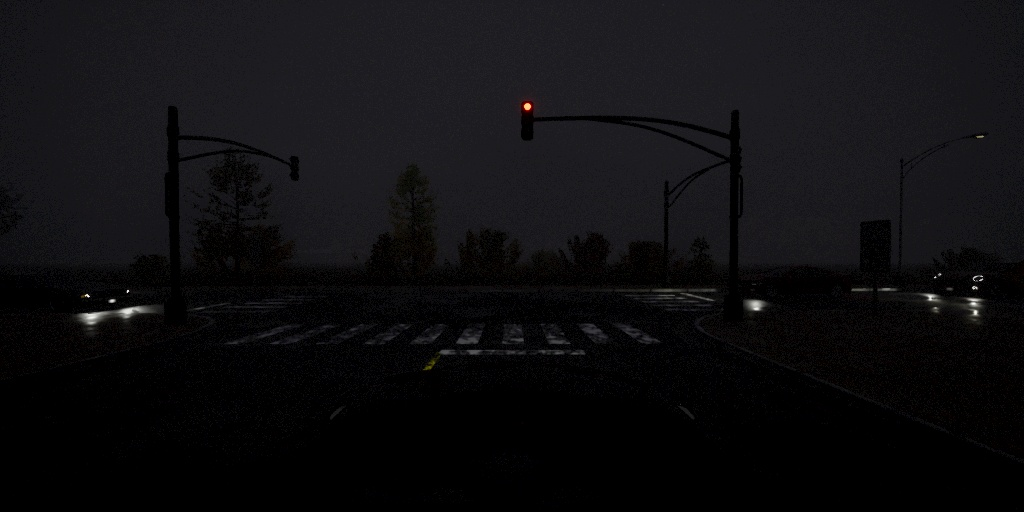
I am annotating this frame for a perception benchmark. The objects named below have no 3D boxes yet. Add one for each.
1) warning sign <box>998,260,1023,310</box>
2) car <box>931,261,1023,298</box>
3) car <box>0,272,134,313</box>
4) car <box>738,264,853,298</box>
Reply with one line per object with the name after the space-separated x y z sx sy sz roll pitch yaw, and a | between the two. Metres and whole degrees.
17.013 0.893 11.719 1.060 1.860 1.300 0 0 -1 | warning sign
23.733 1.038 17.641 4.553 1.767 2.097 0 1 -1 | car
-18.015 1.342 13.723 5.357 1.411 2.033 0 1 -1 | car
13.568 1.180 17.471 5.008 1.535 1.882 0 1 -1 | car
